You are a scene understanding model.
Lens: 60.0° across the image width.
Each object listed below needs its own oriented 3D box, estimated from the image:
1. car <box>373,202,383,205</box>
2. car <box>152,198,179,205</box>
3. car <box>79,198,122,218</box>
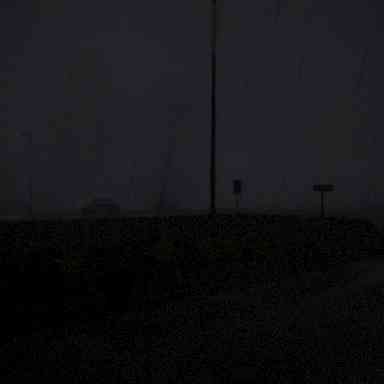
[{"bbox_3d":[31.182,2.076,52.057,2.033,1.411,5.357,1,0,-36],"label":"car"},{"bbox_3d":[-3.694,1.701,45.230,2.242,1.667,4.611,1,0,-36],"label":"car"},{"bbox_3d":[-7.277,1.398,26.277,1.932,1.855,4.605,1,0,-36],"label":"car"}]
